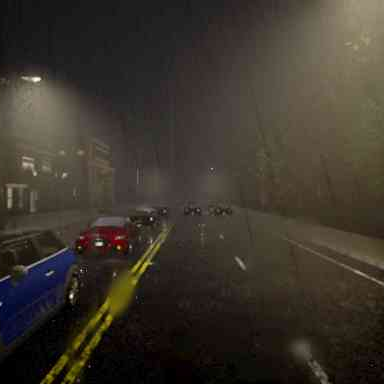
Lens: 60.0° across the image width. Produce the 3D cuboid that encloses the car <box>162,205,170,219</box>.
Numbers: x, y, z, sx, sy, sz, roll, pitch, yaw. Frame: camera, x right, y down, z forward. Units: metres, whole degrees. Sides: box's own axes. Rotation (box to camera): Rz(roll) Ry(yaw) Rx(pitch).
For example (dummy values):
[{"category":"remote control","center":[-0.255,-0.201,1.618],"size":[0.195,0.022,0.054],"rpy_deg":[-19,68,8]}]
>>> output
[{"category":"car","center":[-3.333,1.969,34.066],"size":[1.895,1.301,4.718],"rpy_deg":[0,-1,0]}]

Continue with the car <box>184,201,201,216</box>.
[{"category":"car","center":[0.073,2.010,37.898],"size":[1.895,1.301,4.718],"rpy_deg":[0,-1,0]}]

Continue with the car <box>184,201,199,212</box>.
[{"category":"car","center":[-0.018,2.068,48.443],"size":[2.033,1.411,5.357],"rpy_deg":[0,-1,0]}]

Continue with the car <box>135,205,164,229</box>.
[{"category":"car","center":[-3.361,1.859,23.876],"size":[1.895,1.301,4.718],"rpy_deg":[0,-1,0]}]

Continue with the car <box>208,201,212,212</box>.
[{"category":"car","center":[3.224,2.003,47.466],"size":[2.128,1.511,4.902],"rpy_deg":[0,-1,0]}]

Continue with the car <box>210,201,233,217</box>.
[{"category":"car","center":[3.327,1.997,36.653],"size":[1.895,1.301,4.718],"rpy_deg":[0,-1,0]}]

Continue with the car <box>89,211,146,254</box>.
[{"category":"car","center":[-3.359,1.716,14.032],"size":[1.994,1.385,4.181],"rpy_deg":[0,-1,0]}]

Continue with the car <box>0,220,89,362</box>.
[{"category":"car","center":[-3.353,1.407,4.981],"size":[2.097,1.767,4.553],"rpy_deg":[0,-1,0]}]
